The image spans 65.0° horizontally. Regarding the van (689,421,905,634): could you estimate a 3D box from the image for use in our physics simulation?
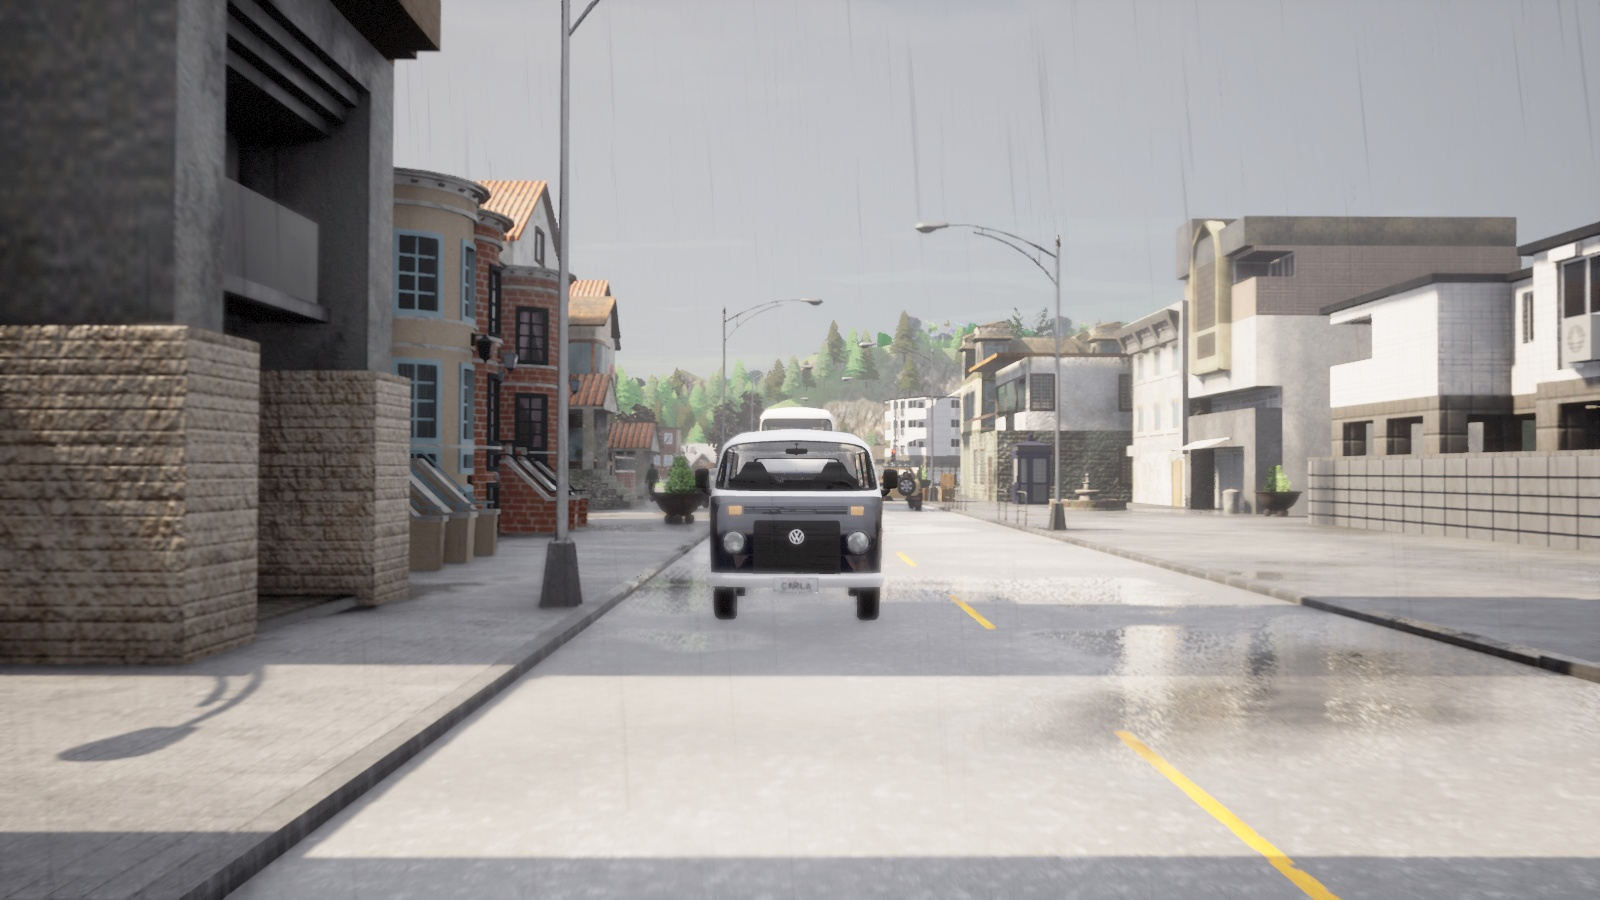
[{"bbox_3d":[-0.036,0.778,14.320,2.069,2.038,4.480,0,-1,0],"label":"van"}]

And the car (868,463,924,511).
[{"bbox_3d":[3.873,1.477,51.421,1.932,1.855,4.605,0,-1,0],"label":"car"}]

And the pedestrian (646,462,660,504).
[{"bbox_3d":[-6.860,1.544,58.603,0.423,1.949,0.788,0,-1,-21],"label":"pedestrian"}]

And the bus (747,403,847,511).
[{"bbox_3d":[-0.141,0.360,55.013,3.944,4.253,10.273,0,-1,0],"label":"bus"}]
